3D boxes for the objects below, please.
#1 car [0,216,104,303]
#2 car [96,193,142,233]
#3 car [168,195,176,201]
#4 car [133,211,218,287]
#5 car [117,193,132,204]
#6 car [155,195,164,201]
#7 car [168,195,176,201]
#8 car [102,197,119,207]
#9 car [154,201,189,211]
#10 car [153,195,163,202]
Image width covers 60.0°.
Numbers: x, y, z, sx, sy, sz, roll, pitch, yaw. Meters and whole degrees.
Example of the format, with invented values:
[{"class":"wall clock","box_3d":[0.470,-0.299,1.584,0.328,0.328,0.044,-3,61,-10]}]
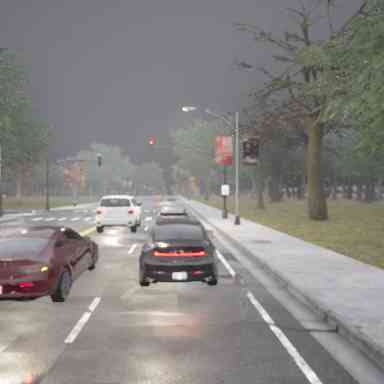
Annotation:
[{"class":"car","box_3d":[-3.575,1.532,8.025,1.812,1.442,4.674,0,0,-4]},{"class":"car","box_3d":[-4.289,1.237,19.988,2.150,2.045,5.566,0,0,-5]},{"class":"car","box_3d":[-4.669,1.631,76.764,2.033,1.411,5.357,0,0,-4]},{"class":"car","box_3d":[-0.402,1.511,9.390,1.837,1.490,4.892,0,0,-3]},{"class":"car","box_3d":[-13.965,1.306,69.120,2.150,2.045,5.566,0,0,-4]},{"class":"car","box_3d":[-8.556,1.518,86.959,2.128,1.511,4.902,0,0,-4]},{"class":"car","box_3d":[-5.313,1.517,87.159,2.128,1.511,4.902,0,0,-4]},{"class":"car","box_3d":[-13.094,1.580,53.795,1.812,1.442,4.674,0,0,-3]},{"class":"car","box_3d":[-1.138,1.506,19.697,2.128,1.511,4.902,0,0,-4]},{"class":"car","box_3d":[-7.913,1.570,76.563,1.882,1.535,5.008,0,0,-4]}]
